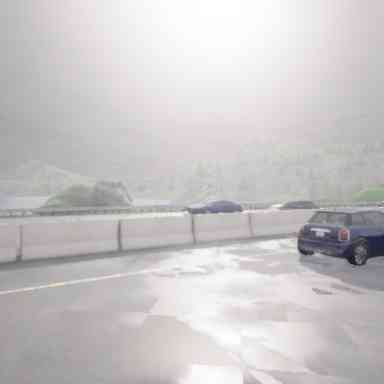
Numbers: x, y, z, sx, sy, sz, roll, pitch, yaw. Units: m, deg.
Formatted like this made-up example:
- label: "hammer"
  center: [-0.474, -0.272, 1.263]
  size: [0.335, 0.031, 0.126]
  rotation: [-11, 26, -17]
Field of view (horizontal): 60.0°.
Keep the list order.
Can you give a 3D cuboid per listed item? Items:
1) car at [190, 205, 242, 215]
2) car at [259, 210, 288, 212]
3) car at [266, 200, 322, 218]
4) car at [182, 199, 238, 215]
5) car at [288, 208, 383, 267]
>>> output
- label: "car"
  center: [2.196, 1.434, 29.971]
  size: [5.008, 1.535, 1.882]
  rotation: [0, 0, -29]
- label: "car"
  center: [6.639, 1.536, 24.436]
  size: [4.181, 1.385, 1.994]
  rotation: [0, 0, -29]
- label: "car"
  center: [9.123, 1.473, 29.770]
  size: [4.892, 1.490, 1.837]
  rotation: [0, 0, -27]
- label: "car"
  center: [1.875, 1.497, 33.839]
  size: [5.357, 1.411, 2.033]
  rotation: [0, 0, -29]
- label: "car"
  center: [5.840, 1.343, 11.578]
  size: [4.553, 1.767, 2.097]
  rotation: [0, 0, -32]
